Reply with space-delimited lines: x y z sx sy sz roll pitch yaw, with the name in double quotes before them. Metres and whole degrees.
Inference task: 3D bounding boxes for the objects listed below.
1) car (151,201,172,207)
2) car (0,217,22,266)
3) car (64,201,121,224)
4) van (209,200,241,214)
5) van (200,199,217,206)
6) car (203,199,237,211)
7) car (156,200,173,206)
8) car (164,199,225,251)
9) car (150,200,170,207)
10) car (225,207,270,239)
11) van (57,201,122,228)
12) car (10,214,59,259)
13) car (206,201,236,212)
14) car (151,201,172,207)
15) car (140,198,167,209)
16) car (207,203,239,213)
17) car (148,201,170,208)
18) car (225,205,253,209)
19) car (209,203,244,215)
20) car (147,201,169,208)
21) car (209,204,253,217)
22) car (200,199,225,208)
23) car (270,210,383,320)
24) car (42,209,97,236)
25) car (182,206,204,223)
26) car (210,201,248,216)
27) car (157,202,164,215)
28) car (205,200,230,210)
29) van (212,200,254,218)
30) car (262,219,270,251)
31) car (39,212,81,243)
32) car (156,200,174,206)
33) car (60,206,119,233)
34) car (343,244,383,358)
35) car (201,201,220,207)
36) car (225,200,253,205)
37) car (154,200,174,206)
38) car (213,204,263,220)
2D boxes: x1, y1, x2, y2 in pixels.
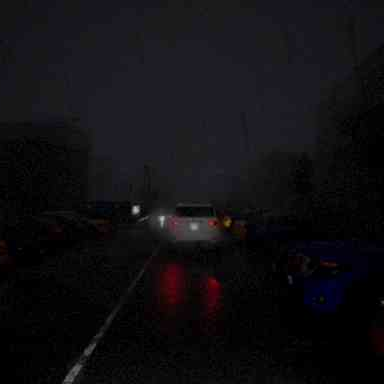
"car" -7.842 3.014 86.593 5.366 1.575 1.946 0 -1 0
"car" -7.863 1.606 8.977 5.366 1.575 1.946 0 -1 0
"car" -7.702 1.609 22.809 5.566 2.045 2.435 0 -1 0
"van" 4.780 2.094 48.221 4.442 1.987 1.878 0 -1 0
"van" 4.558 2.899 92.910 4.442 1.987 1.878 0 -1 0
"car" 4.693 2.221 56.603 5.566 2.045 2.435 0 -1 0
"car" -7.625 2.994 92.476 4.553 1.767 2.185 0 -1 0
"car" 0.092 1.468 15.591 2.150 2.045 5.566 0 -1 0
"car" -7.690 2.785 80.721 4.553 1.767 2.185 0 -1 0
"car" 4.684 1.843 20.286 4.792 1.488 2.163 0 -1 0
"van" -7.790 1.685 25.600 4.442 1.987 1.878 0 -1 0
"car" -7.648 1.689 11.768 4.792 1.488 2.163 0 -1 0
"car" 4.633 2.296 53.806 4.553 1.767 2.185 0 -1 0
"car" -7.664 2.963 83.530 4.892 1.521 2.231 0 -1 0
"car" -7.691 2.393 66.034 5.566 2.045 2.435 0 -1 0
"car" 4.692 2.400 51.012 4.792 1.488 2.163 0 -1 0
"car" -7.688 2.887 77.780 4.792 1.488 2.163 0 -1 0
"car" 4.842 1.861 23.079 5.366 1.575 1.946 0 -1 0
"car" 4.660 2.309 45.423 4.674 1.452 2.002 0 -1 0
"car" -7.657 2.844 74.841 4.674 1.452 2.002 0 -1 0
"car" 4.656 2.170 39.963 5.008 1.535 2.097 0 -1 0
"car" 4.642 2.575 76.153 5.566 2.045 2.435 0 -1 0
"car" 4.624 1.308 6.324 5.566 2.045 2.435 0 -1 0
"car" -7.673 1.799 17.223 4.674 1.452 2.002 0 -1 0
"car" 0.095 2.110 32.017 1.994 1.385 4.181 0 -1 0
"car" 4.692 2.093 42.634 4.553 1.767 2.185 0 -1 0
"car" -3.082 2.363 43.872 1.895 1.301 4.718 0 -1 0
"car" 4.698 2.448 62.185 4.553 1.767 2.185 0 -1 0
"van" 4.543 1.891 37.049 4.442 1.987 1.878 0 -1 0
"car" 4.623 1.640 9.112 4.792 1.488 2.163 0 -1 0
"car" -7.673 1.750 14.557 4.674 1.452 2.002 0 -1 0
"car" -7.660 3.148 95.304 5.008 1.535 2.097 0 -1 0
"car" -7.489 1.808 20.140 5.366 1.575 1.946 0 -1 0
"car" 4.650 1.514 3.586 5.008 1.535 2.097 0 -1 0
"car" 4.666 2.982 84.653 4.892 1.521 2.231 0 -1 0
"car" 4.626 1.840 28.669 4.553 1.767 2.185 0 -1 0
"car" -7.471 3.068 89.532 5.366 1.575 1.946 0 -1 0
"car" 4.665 2.068 34.252 4.892 1.521 2.231 0 -1 0
